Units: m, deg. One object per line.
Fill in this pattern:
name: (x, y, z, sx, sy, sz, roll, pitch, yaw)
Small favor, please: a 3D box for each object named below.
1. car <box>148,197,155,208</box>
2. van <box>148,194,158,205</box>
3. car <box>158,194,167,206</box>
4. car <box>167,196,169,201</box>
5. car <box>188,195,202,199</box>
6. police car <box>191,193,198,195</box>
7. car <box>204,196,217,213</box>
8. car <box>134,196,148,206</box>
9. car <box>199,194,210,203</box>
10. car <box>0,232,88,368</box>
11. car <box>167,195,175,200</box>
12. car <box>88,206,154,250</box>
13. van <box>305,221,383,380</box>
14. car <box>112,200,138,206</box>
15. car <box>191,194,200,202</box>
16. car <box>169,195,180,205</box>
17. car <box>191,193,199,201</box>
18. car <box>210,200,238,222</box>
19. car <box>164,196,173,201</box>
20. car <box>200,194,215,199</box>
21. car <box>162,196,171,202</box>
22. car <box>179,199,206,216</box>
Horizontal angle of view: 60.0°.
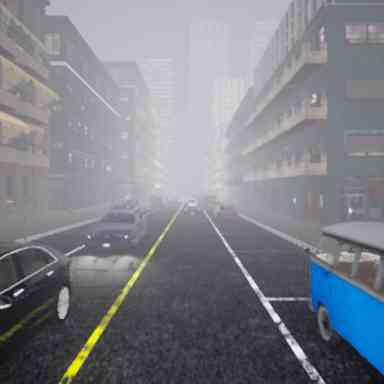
car: (-5.723, 1.558, 37.437, 2.008, 1.369, 4.403, -1, 0, 0)
van: (-5.735, 1.349, 43.039, 1.690, 1.788, 3.998, -1, 0, 0)
car: (-5.776, 1.324, 54.244, 2.192, 1.841, 5.009, -1, 0, 0)
car: (-5.799, 1.560, 59.846, 2.008, 1.369, 4.403, -1, 0, 0)
car: (0.034, 1.528, 43.717, 1.812, 1.442, 4.674, 0, 0, 0)
police car: (0.688, 1.430, 70.779, 1.930, 1.638, 5.238, 0, 0, 0)
car: (2.623, 1.525, 37.592, 1.752, 1.417, 4.829, -1, 0, 0)
car: (-5.716, 1.447, 31.835, 1.967, 1.590, 4.097, -1, 0, 0)
car: (2.567, 1.318, 71.035, 2.192, 1.841, 5.009, -1, 0, 0)
car: (-3.102, 1.509, 4.346, 1.837, 1.490, 4.892, 0, 0, 0)
car: (-5.845, 1.566, 93.458, 2.008, 1.369, 4.403, -1, 0, 0)
car: (-3.116, 1.551, 14.748, 2.033, 1.411, 5.357, 0, 0, 0)
van: (2.675, 1.339, 3.810, 1.690, 1.788, 3.998, -1, 0, 0)
car: (-5.705, 1.588, 26.234, 1.802, 1.307, 4.206, -1, 0, 0)
car: (0.774, 1.357, 80.633, 2.097, 1.767, 4.553, 0, 0, 0)
car: (-3.119, 1.554, 60.310, 2.033, 1.411, 5.357, 0, 0, 1)
car: (0.766, 1.232, 86.693, 2.150, 2.045, 5.566, 0, 0, 0)
car: (2.642, 1.580, 26.218, 1.802, 1.307, 4.206, -1, 0, 0)
car: (-5.827, 1.595, 82.254, 1.802, 1.307, 4.206, -1, 0, 0)
car: (2.603, 1.315, 48.626, 2.192, 1.841, 5.009, -1, 0, 0)
car: (-5.819, 1.594, 76.652, 1.802, 1.307, 4.206, -1, 0, 0)
car: (0.053, 1.602, 31.792, 1.895, 1.301, 4.718, 0, 0, 0)
